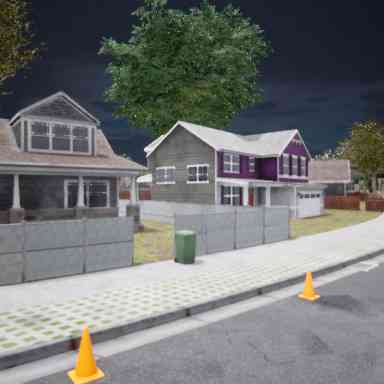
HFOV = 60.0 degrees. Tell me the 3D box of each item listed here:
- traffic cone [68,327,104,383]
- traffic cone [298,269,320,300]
[{"bbox_3d":[-1.301,1.956,4.082,0.340,0.580,0.340,0,0,-37],"label":"traffic cone"},{"bbox_3d":[2.511,1.957,7.134,0.340,0.580,0.340,0,0,-40],"label":"traffic cone"}]
